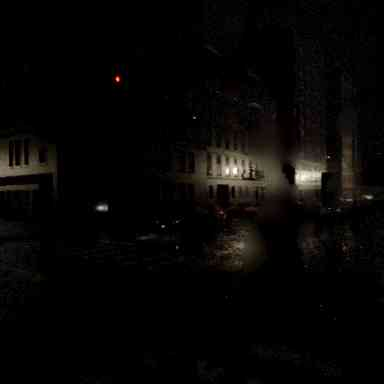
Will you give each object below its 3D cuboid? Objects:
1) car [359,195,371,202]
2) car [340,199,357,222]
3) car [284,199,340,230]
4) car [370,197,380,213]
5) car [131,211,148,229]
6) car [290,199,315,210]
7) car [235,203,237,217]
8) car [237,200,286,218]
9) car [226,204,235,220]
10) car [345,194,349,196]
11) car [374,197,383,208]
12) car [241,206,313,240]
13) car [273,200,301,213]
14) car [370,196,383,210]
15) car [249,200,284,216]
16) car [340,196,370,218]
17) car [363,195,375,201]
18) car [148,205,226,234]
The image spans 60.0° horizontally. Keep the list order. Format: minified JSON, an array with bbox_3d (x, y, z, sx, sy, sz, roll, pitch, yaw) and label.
[{"bbox_3d":[40.996,1.520,78.831,1.752,1.417,4.829,-1,-1,37],"label":"car"},{"bbox_3d":[11.150,1.494,25.757,1.752,1.417,4.829,-1,0,37],"label":"car"},{"bbox_3d":[7.731,1.420,21.210,1.967,1.590,4.097,-1,0,37],"label":"car"},{"bbox_3d":[17.678,1.500,34.445,2.008,1.369,4.403,-1,-1,37],"label":"car"},{"bbox_3d":[-1.999,1.664,21.617,1.947,1.339,4.313,-1,0,37],"label":"car"},{"bbox_3d":[14.577,1.630,43.674,1.802,1.307,4.206,-1,-1,37],"label":"car"},{"bbox_3d":[4.631,1.621,30.440,1.887,1.381,4.507,-1,0,37],"label":"car"},{"bbox_3d":[6.066,1.522,28.130,1.882,1.535,5.008,-1,0,37],"label":"car"},{"bbox_3d":[1.317,1.669,26.028,1.802,1.307,4.206,-1,0,37],"label":"car"},{"bbox_3d":[27.834,1.336,61.322,2.192,1.841,5.009,-1,-1,37],"label":"car"},{"bbox_3d":[27.624,1.478,47.680,2.008,1.369,4.403,-1,-1,37],"label":"car"},{"bbox_3d":[4.417,1.573,16.797,1.802,1.307,4.206,-1,0,37],"label":"car"},{"bbox_3d":[11.262,1.638,39.263,1.802,1.307,4.206,-1,0,37],"label":"car"},{"bbox_3d":[20.994,1.507,38.857,1.947,1.339,4.313,-1,-1,37],"label":"car"},{"bbox_3d":[7.844,1.592,34.715,1.752,1.417,4.829,-1,0,37],"label":"car"},{"bbox_3d":[14.362,1.399,30.034,1.967,1.590,4.097,-1,0,37],"label":"car"},{"bbox_3d":[44.413,1.539,83.378,2.008,1.369,4.403,-1,-1,37],"label":"car"},{"bbox_3d":[-0.162,1.591,19.838,1.812,1.442,4.674,-1,0,37],"label":"car"}]
